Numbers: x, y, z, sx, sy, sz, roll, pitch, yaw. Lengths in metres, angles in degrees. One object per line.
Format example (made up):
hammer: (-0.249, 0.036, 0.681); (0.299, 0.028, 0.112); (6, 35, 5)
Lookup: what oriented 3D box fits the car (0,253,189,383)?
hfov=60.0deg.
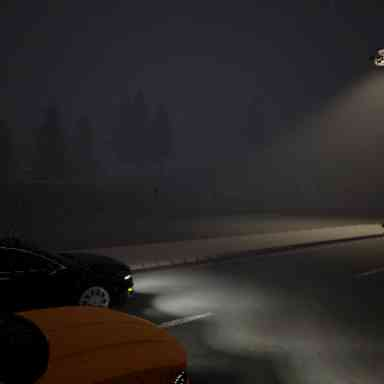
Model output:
car: (-2.296, 1.469, 2.107); (5.008, 1.535, 1.882); (1, -1, -36)

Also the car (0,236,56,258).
car: (-3.393, 1.509, 5.624); (4.892, 1.490, 1.837); (1, -1, -36)
